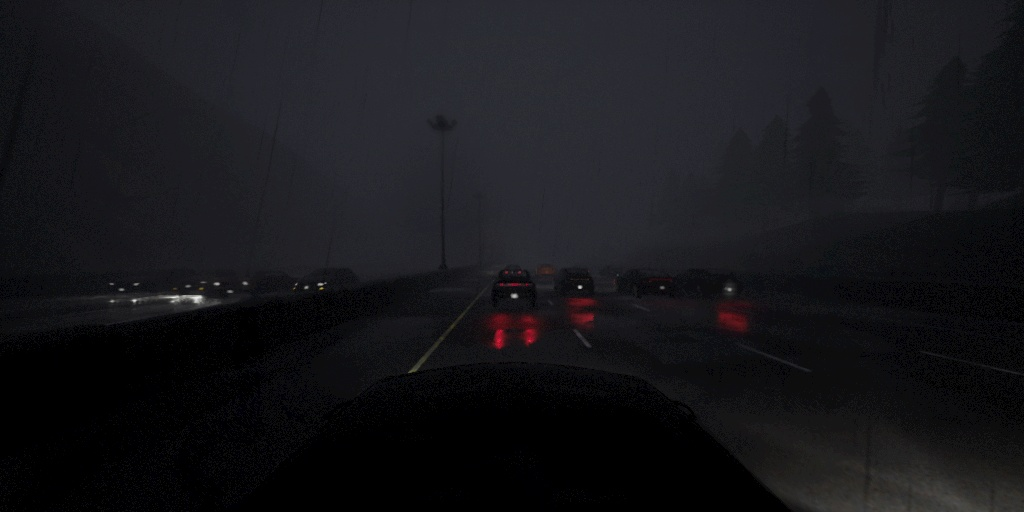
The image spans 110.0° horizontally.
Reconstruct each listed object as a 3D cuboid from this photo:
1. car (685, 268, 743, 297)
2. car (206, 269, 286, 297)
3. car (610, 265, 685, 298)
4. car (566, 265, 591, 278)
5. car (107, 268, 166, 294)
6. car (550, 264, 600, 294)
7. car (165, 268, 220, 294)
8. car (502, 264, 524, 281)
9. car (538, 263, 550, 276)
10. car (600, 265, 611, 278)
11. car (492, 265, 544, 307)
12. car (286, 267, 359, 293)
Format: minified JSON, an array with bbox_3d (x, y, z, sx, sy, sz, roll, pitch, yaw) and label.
[{"bbox_3d":[10.597,1.398,19.883,1.837,1.490,4.892,0,-1,0],"label":"car"},{"bbox_3d":[-14.103,1.497,20.163,1.895,1.301,4.718,0,0,0],"label":"car"},{"bbox_3d":[7.097,1.367,19.405,1.882,1.535,5.008,0,0,0],"label":"car"},{"bbox_3d":[7.094,1.643,38.635,1.895,1.301,4.718,0,0,0],"label":"car"},{"bbox_3d":[-21.103,1.458,22.038,2.033,1.411,5.357,0,0,0],"label":"car"},{"bbox_3d":[3.596,1.410,21.370,1.837,1.490,4.892,0,0,0],"label":"car"},{"bbox_3d":[-17.602,1.470,21.464,1.994,1.385,4.181,0,0,0],"label":"car"},{"bbox_3d":[0.094,1.558,34.716,2.033,1.411,5.357,0,0,0],"label":"car"},{"bbox_3d":[3.594,1.526,39.428,1.882,1.535,5.008,0,0,0],"label":"car"},{"bbox_3d":[10.593,1.638,38.000,1.895,1.301,4.718,0,0,0],"label":"car"},{"bbox_3d":[0.097,1.357,16.339,2.128,1.511,4.902,0,0,0],"label":"car"},{"bbox_3d":[-10.602,1.407,20.902,1.837,1.490,4.892,0,-1,0],"label":"car"}]
